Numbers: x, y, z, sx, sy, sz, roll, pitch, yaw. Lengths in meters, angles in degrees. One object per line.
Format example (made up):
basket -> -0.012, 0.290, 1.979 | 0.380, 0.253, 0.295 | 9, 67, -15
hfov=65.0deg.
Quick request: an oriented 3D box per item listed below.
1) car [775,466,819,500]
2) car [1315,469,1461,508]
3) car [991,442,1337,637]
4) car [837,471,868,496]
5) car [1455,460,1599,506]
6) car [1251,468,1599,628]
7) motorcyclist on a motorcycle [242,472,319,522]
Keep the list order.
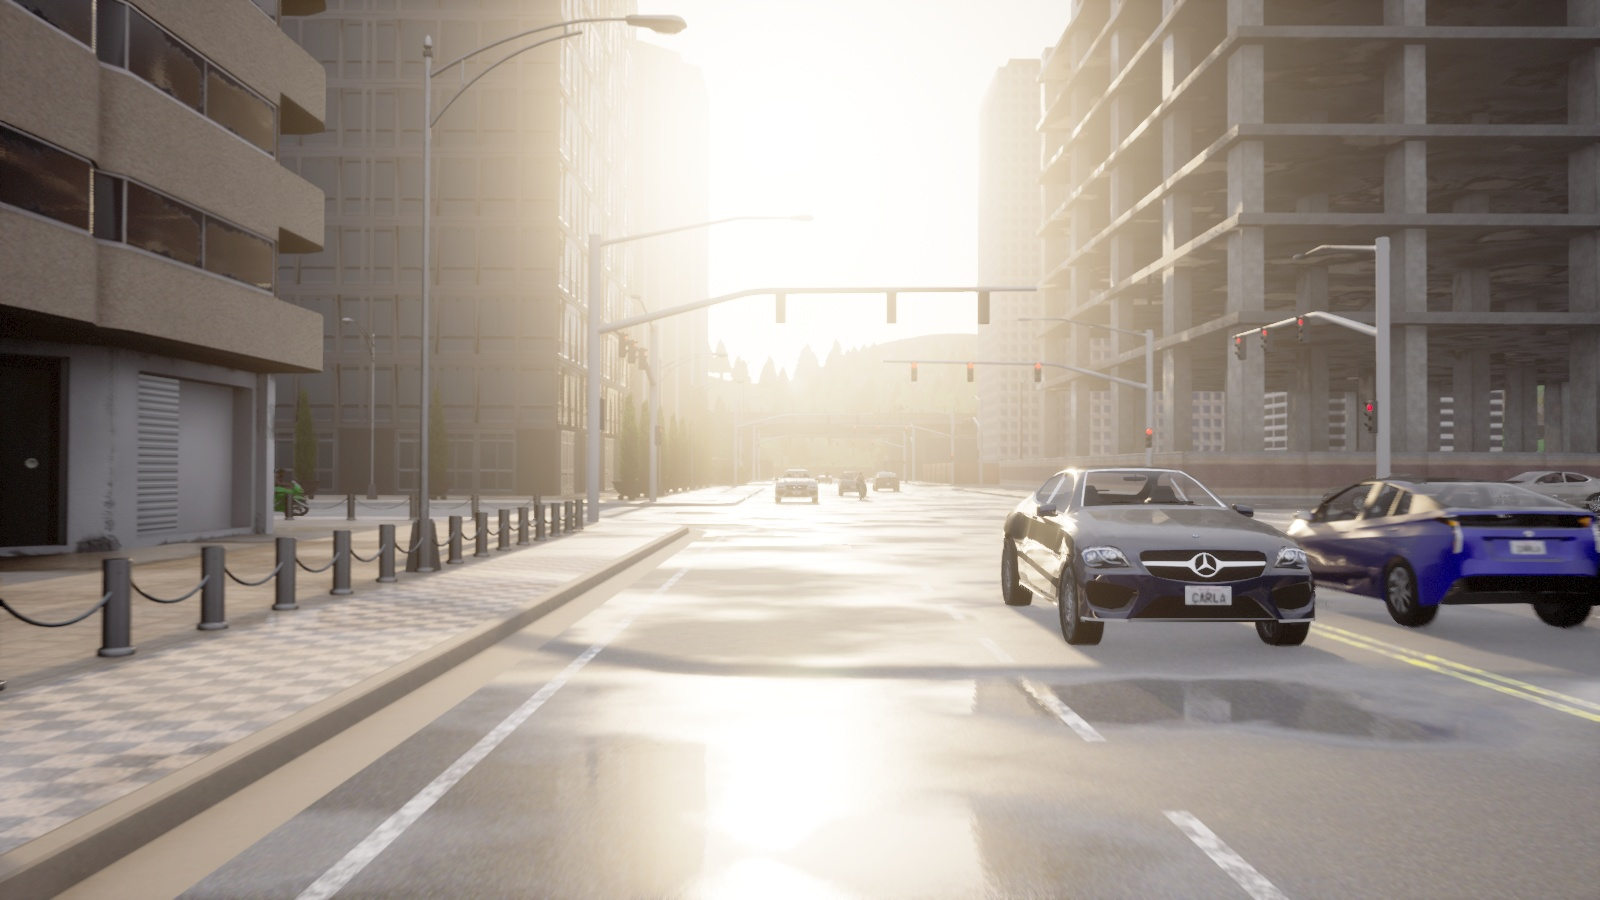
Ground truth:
car -> -0.154, 1.653, 63.240 | 2.152, 1.651, 5.027 | 0, -1, 0
car -> 23.280, 1.505, 49.816 | 4.892, 1.490, 1.837 | 0, -1, 0
car -> 3.467, 0.800, 13.172 | 2.152, 1.651, 5.027 | 0, -1, 0
car -> 3.307, 2.109, 79.205 | 1.789, 1.549, 3.705 | 0, -1, 0
car -> 27.275, 1.205, 46.342 | 5.027, 1.651, 2.152 | 0, -1, 0
car -> 6.965, 0.973, 14.298 | 2.007, 1.525, 4.514 | 0, -1, 0
motorcyclist on a motorcycle -> -16.013, 1.454, 38.756 | 2.044, 1.523, 0.797 | 0, -1, 0
